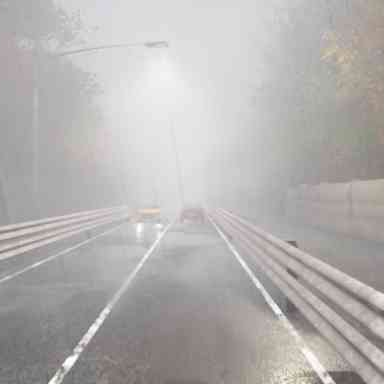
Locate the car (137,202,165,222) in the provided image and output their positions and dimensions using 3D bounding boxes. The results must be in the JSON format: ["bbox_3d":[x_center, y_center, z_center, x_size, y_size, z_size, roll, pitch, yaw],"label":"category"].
[{"bbox_3d":[-3.345,1.625,27.847,1.882,1.535,5.008,0,-1,0],"label":"car"}]

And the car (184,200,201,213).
[{"bbox_3d":[0.071,1.854,43.639,2.128,1.511,4.902,0,-1,0],"label":"car"}]

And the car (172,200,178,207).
[{"bbox_3d":[-3.243,2.405,69.924,1.837,1.490,4.892,0,-1,0],"label":"car"}]

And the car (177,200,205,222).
[{"bbox_3d":[0.021,1.622,27.493,1.882,1.535,5.008,0,0,0],"label":"car"}]
